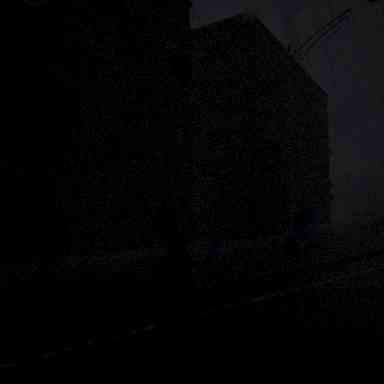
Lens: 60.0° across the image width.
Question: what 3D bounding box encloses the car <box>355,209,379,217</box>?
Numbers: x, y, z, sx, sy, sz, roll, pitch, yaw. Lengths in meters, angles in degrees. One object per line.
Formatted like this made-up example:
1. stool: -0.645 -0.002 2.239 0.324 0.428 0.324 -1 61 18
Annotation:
1. car: 29.756 3.539 56.859 2.033 1.411 5.357 -1 -4 0
